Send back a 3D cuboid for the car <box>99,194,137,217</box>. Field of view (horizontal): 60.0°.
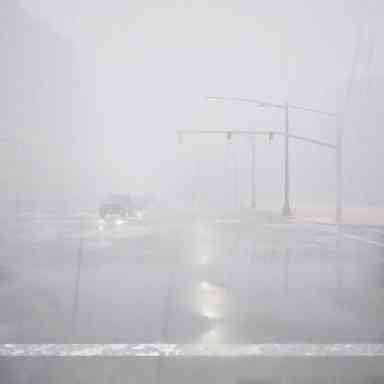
[{"bbox_3d":[-7.001,1.221,31.203,2.150,2.045,5.566,0,0,0],"label":"car"}]

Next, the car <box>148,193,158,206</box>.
[{"bbox_3d":[-6.927,1.223,54.586,2.150,2.045,5.566,0,0,0],"label":"car"}]

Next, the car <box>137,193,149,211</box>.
[{"bbox_3d":[-6.976,1.352,41.221,2.097,1.767,4.553,0,0,0],"label":"car"}]
